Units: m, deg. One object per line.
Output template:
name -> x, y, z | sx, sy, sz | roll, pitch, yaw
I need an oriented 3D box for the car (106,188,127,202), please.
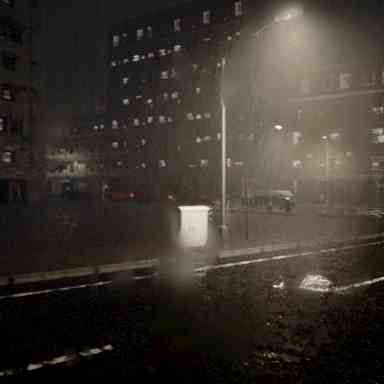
car -> -8.573, 0.349, 41.959 | 4.553, 1.767, 2.097 | 2, 1, 27

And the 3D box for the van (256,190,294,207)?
van -> 9.763, 0.723, 39.093 | 3.998, 1.788, 1.690 | 2, 0, 27

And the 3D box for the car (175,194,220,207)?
car -> 0.835, 0.903, 34.245 | 4.206, 1.307, 1.802 | 2, 0, 27

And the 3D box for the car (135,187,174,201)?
car -> -5.275, 0.275, 46.786 | 5.009, 1.841, 2.192 | 2, 0, 27

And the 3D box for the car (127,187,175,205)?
car -> -4.171, 0.495, 36.809 | 5.009, 1.841, 2.192 | 2, 0, 27

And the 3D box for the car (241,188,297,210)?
car -> 7.726, 0.676, 33.610 | 5.566, 2.045, 2.150 | 2, 1, 27

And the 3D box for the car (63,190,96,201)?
car -> -14.208, 0.440, 41.941 | 4.507, 1.381, 1.887 | 2, 0, 27
